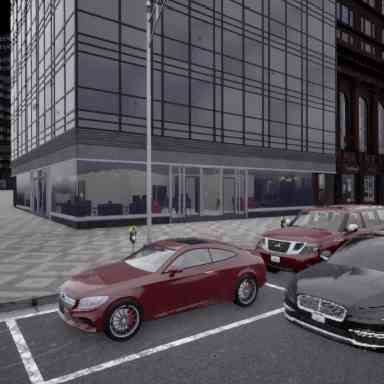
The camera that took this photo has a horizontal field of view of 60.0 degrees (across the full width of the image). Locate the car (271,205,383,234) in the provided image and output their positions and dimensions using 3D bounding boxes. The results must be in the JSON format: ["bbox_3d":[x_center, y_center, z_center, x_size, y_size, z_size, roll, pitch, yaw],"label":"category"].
[{"bbox_3d":[4.074,1.315,9.578,5.009,1.841,2.192,0,0,-36],"label":"car"}]

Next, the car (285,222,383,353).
[{"bbox_3d":[3.734,1.504,6.055,4.892,1.490,1.837,0,0,-36],"label":"car"}]

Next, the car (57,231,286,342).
[{"bbox_3d":[-0.338,1.582,6.419,4.206,1.307,1.802,0,0,-36],"label":"car"}]
